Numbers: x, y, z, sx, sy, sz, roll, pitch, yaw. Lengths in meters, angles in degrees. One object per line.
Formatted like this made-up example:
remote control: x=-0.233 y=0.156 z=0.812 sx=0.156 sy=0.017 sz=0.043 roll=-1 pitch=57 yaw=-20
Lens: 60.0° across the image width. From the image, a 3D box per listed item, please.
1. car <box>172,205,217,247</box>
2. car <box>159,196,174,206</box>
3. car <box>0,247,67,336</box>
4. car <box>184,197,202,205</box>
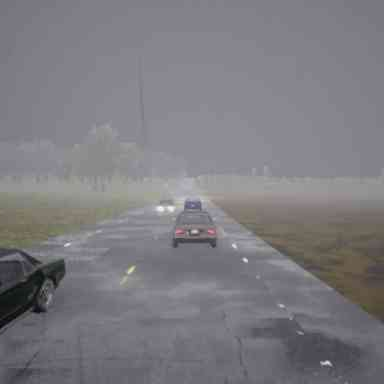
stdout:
car: x=0.100 y=1.529 z=14.958 sx=2.033 sy=1.411 sz=5.357 roll=0 pitch=0 yaw=0
car: x=-3.582 y=1.201 z=47.065 sx=1.895 sy=1.301 sz=4.718 roll=0 pitch=1 yaw=0
car: x=-3.599 y=1.597 z=4.861 sx=1.895 sy=1.301 sz=4.718 roll=0 pitch=0 yaw=0
car: x=0.098 y=1.265 z=37.016 sx=1.882 sy=1.535 sz=5.008 roll=0 pitch=1 yaw=0
